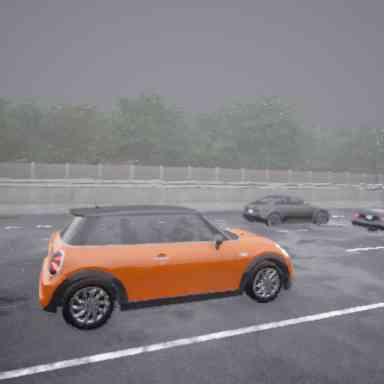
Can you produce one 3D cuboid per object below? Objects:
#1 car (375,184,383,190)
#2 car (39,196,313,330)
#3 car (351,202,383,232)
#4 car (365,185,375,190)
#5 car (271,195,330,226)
[{"bbox_3d":[28.146,-0.444,45.090,5.566,2.045,2.150,0,3,-23],"label":"car"},{"bbox_3d":[-0.353,1.028,6.241,4.553,1.767,2.097,0,3,-23],"label":"car"},{"bbox_3d":[9.327,1.054,14.199,5.357,1.411,2.033,0,3,-23],"label":"car"},{"bbox_3d":[27.475,-0.395,48.602,5.008,1.535,1.882,0,3,-23],"label":"car"},{"bbox_3d":[4.507,0.846,15.936,4.181,1.385,1.994,0,3,-23],"label":"car"}]
